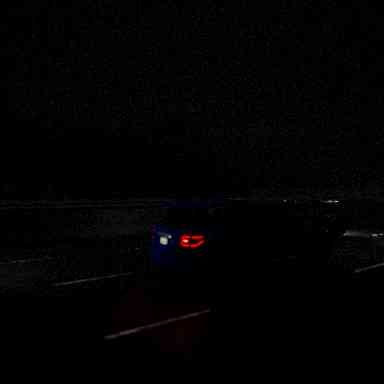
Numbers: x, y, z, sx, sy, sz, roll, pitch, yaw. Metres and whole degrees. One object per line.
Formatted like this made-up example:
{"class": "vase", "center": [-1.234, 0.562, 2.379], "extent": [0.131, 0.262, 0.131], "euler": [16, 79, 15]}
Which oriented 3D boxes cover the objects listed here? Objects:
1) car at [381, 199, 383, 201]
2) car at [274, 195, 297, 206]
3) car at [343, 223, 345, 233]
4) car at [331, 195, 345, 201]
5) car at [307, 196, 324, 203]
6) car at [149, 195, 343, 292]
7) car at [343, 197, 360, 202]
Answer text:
{"class": "car", "center": [35.684, 1.742, 59.880], "extent": [4.553, 1.767, 2.097], "euler": [1, -1, -36]}
{"class": "car", "center": [15.951, 1.409, 56.729], "extent": [2.097, 1.767, 4.553], "euler": [1, 0, 40]}
{"class": "car", "center": [5.785, 1.550, 16.584], "extent": [4.181, 1.385, 1.994], "euler": [0, 0, -36]}
{"class": "car", "center": [35.652, 1.417, 81.393], "extent": [1.895, 1.301, 4.718], "euler": [1, 1, 40]}
{"class": "car", "center": [25.694, 1.593, 69.095], "extent": [1.895, 1.301, 4.718], "euler": [1, 1, 38]}
{"class": "car", "center": [1.540, 1.213, 9.188], "extent": [5.566, 2.045, 2.150], "euler": [0, 0, -35]}
{"class": "car", "center": [23.231, 1.759, 50.960], "extent": [4.718, 1.301, 1.895], "euler": [1, 0, -35]}
